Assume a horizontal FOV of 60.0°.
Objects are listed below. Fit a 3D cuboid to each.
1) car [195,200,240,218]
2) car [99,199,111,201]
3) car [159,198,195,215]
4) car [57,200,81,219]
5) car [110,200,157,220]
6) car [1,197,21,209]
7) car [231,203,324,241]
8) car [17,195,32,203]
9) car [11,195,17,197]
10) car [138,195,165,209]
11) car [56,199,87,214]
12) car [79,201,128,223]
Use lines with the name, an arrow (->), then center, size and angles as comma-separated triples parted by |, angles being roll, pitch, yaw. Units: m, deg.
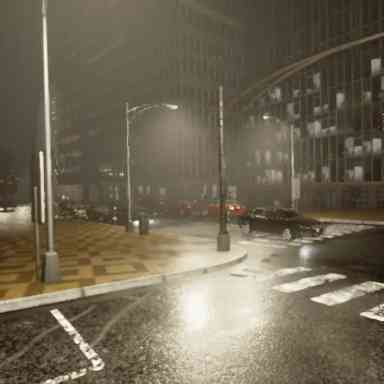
car -> 2.585, 1.370, 29.140 | 1.967, 1.590, 4.097 | -2, 1, -41
car -> -12.174, 1.635, 46.252 | 1.947, 1.339, 4.313 | -2, 1, -41
car -> -1.102, 1.547, 33.419 | 1.802, 1.307, 4.206 | -2, 1, -41
car -> -11.183, 1.655, 32.259 | 1.967, 1.590, 4.097 | -2, 1, -41
car -> -5.354, 1.676, 29.483 | 1.994, 1.385, 4.181 | -2, 1, -41
car -> -29.601, 1.969, 53.623 | 1.802, 1.307, 4.206 | -2, 1, -41
car -> 4.454, 1.533, 17.330 | 1.837, 1.490, 4.892 | -1, 0, -33
car -> -38.007, 1.872, 76.198 | 1.947, 1.339, 4.313 | -2, 1, -41
car -> -41.697, 1.884, 80.476 | 1.887, 1.381, 4.507 | -2, 1, -41
car -> -4.801, 1.315, 37.690 | 2.192, 1.841, 5.009 | -2, 1, -41
car -> -14.715, 1.677, 40.361 | 1.882, 1.535, 5.008 | -2, 1, -41
car -> -7.496, 1.746, 27.989 | 1.947, 1.339, 4.313 | -2, 1, -41
